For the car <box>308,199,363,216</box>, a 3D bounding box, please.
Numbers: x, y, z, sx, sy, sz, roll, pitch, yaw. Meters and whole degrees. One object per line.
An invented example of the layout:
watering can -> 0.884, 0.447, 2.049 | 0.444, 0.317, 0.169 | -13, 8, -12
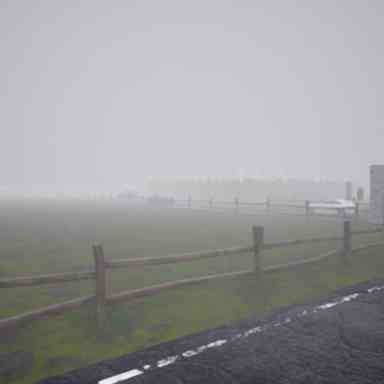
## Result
car -> 12.216, 1.333, 28.763 | 1.812, 1.442, 4.674 | 1, 0, -36

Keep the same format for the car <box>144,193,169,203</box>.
car -> -5.752, 0.996, 53.835 | 1.837, 1.490, 4.892 | 1, 0, -35

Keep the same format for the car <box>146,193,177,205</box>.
car -> -4.063, 1.129, 46.541 | 1.895, 1.301, 4.718 | 1, 0, -36

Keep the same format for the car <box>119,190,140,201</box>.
car -> -11.748, 0.605, 62.085 | 2.150, 2.045, 5.566 | 1, 0, -36
